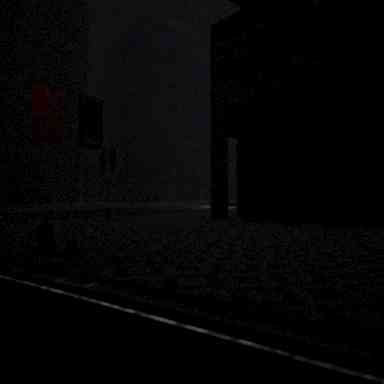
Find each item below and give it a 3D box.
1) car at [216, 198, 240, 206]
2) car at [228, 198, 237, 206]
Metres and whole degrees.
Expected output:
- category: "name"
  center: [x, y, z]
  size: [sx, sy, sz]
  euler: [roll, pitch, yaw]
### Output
- category: "car"
  center: [6.434, 1.784, 59.353]
  size: [4.181, 1.385, 1.994]
  euler: [0, 0, -41]
- category: "car"
  center: [8.454, 1.681, 56.802]
  size: [5.008, 1.535, 1.882]
  euler: [0, 0, -42]
